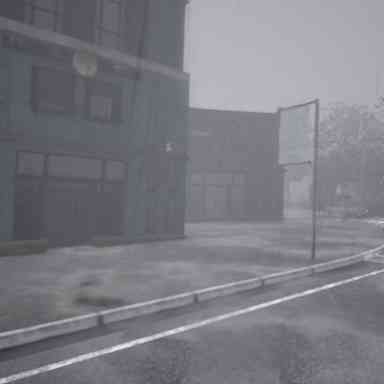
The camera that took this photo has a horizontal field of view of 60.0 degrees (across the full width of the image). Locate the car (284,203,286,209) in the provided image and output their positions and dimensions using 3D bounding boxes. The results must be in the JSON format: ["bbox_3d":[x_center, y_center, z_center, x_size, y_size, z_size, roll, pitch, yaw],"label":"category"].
[{"bbox_3d":[11.565,1.694,47.780,1.837,1.490,4.892,2,-1,-17],"label":"car"}]

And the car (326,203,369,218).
[{"bbox_3d":[14.486,1.688,31.216,1.895,1.301,4.718,2,0,-4],"label":"car"}]
